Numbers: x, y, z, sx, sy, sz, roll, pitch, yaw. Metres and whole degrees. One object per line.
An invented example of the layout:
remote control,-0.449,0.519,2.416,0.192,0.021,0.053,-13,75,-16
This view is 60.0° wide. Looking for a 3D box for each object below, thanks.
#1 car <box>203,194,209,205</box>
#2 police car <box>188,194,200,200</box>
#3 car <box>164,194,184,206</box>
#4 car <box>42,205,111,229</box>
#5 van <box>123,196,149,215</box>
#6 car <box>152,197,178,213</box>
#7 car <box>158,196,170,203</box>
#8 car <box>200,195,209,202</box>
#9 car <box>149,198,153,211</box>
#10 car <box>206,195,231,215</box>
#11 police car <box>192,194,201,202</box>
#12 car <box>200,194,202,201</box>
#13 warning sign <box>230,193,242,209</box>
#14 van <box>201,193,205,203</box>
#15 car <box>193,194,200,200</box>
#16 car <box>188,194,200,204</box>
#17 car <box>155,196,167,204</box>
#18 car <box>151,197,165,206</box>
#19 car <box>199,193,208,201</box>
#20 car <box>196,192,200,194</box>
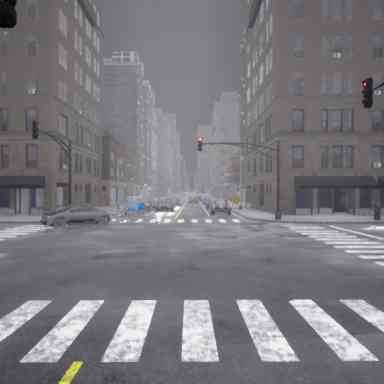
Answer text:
car,2.827,1.434,44.763,1.967,1.590,4.097,0,0,0
police car,0.618,1.396,95.445,1.930,1.638,5.238,0,0,-16
car,-2.894,1.484,54.191,2.128,1.511,4.902,0,0,0
car,-7.507,1.554,21.747,4.181,1.385,1.994,0,1,-33
van,-5.740,1.336,33.453,1.690,1.788,3.998,0,0,0
car,-2.965,1.559,37.542,1.994,1.385,4.181,0,0,0
car,-5.615,1.553,67.463,1.947,1.339,4.313,0,0,0
car,2.951,1.421,78.779,1.967,1.590,4.097,0,0,0
car,-5.719,1.435,39.122,1.967,1.590,4.097,0,0,0
car,2.786,1.435,33.425,1.967,1.590,4.097,0,0,0
police car,1.083,1.406,79.521,1.930,1.638,5.238,0,0,-1
car,2.890,1.515,61.940,1.752,1.417,4.829,0,0,0
warning sign,5.209,1.110,39.410,1.300,1.860,1.060,0,0,0
van,2.868,1.333,56.101,1.690,1.788,3.998,0,0,0
car,1.110,1.430,89.616,1.801,1.575,5.366,0,0,0
car,0.227,1.590,63.024,1.895,1.301,4.718,0,0,0
car,-5.637,1.515,61.625,1.752,1.417,4.829,0,0,0
car,-5.657,1.557,56.127,1.947,1.339,4.313,0,0,0
car,2.972,1.292,84.447,2.192,1.841,5.009,0,0,0
car,0.263,1.277,72.998,1.882,1.535,5.008,0,0,0
